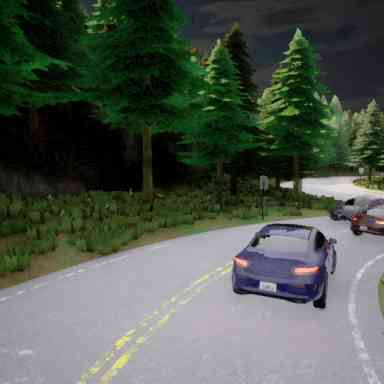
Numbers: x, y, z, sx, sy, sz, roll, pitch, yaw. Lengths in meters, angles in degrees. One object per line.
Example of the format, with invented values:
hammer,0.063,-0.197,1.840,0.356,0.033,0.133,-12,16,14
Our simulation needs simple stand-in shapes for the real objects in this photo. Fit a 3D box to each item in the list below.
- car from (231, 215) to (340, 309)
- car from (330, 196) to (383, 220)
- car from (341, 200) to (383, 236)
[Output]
car,2.357,1.486,7.971,1.812,1.442,4.674,2,2,26
car,10.426,1.040,20.162,4.892,1.490,1.837,-2,5,-32
car,9.263,1.337,15.517,4.674,1.442,1.812,-1,5,-34
